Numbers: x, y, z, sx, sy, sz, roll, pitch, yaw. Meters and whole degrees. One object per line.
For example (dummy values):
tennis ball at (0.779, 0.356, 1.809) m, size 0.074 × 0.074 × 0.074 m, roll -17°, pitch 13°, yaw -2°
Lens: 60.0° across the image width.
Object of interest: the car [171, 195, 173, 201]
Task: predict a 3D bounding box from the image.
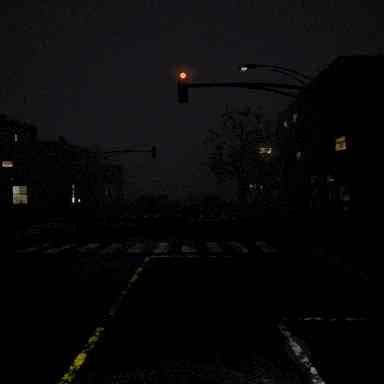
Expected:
car at (-5.704, 1.299, 69.160) m, size 2.192 × 1.841 × 5.009 m, roll -1°, pitch 0°, yaw 0°

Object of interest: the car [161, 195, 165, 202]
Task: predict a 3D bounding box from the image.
car at (-5.700, 1.570, 52.528) m, size 1.802 × 1.307 × 4.206 m, roll -1°, pitch 0°, yaw 0°

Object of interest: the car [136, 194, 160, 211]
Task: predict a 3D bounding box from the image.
car at (-5.700, 1.306, 41.440) m, size 2.192 × 1.841 × 5.009 m, roll -1°, pitch 0°, yaw 0°

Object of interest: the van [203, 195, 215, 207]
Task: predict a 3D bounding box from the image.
van at (2.679, 1.329, 52.529) m, size 1.690 × 1.788 × 3.998 m, roll -1°, pitch 0°, yaw 0°

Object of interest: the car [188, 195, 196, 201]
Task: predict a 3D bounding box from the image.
car at (-0.011, 1.430, 77.845) m, size 1.994 × 1.385 × 4.181 m, roll 0°, pitch 0°, yaw 0°

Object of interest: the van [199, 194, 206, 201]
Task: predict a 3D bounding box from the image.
van at (2.674, 1.319, 85.793) m, size 1.690 × 1.788 × 3.998 m, roll -1°, pitch 0°, yaw 0°

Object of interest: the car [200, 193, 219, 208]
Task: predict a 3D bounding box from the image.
car at (2.679, 1.305, 46.985) m, size 2.192 × 1.841 × 5.009 m, roll -1°, pitch 0°, yaw 0°

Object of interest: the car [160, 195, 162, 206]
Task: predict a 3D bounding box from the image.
car at (-5.700, 1.534, 46.984) m, size 1.887 × 1.381 × 4.507 m, roll -1°, pitch 0°, yaw 0°

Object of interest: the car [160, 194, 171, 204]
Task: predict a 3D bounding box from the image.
car at (-5.704, 1.300, 63.616) m, size 2.192 × 1.841 × 5.009 m, roll -1°, pitch 0°, yaw 0°

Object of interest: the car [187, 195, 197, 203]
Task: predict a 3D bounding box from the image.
car at (-0.010, 1.462, 67.394) m, size 1.882 × 1.535 × 5.008 m, roll 0°, pitch 0°, yaw 0°

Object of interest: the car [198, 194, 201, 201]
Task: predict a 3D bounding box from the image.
car at (2.679, 1.536, 63.617) m, size 2.008 × 1.369 × 4.403 m, roll -1°, pitch 0°, yaw 0°
